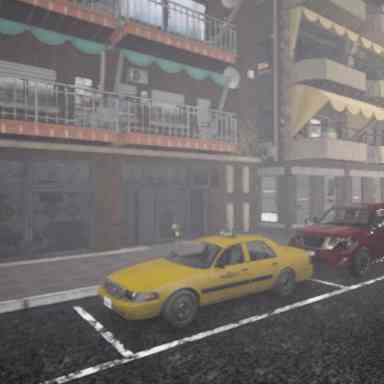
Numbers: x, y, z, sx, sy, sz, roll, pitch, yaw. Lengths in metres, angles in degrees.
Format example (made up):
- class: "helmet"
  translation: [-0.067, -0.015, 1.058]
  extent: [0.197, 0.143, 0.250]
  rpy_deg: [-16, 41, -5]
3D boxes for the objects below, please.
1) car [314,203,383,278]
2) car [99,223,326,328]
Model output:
- class: "car"
  translation: [5.183, 1.297, 10.282]
  extent: [5.009, 1.841, 2.192]
  rpy_deg: [0, 0, -36]
- class: "car"
  translation: [0.553, 1.520, 6.967]
  extent: [4.829, 1.417, 1.752]
  rpy_deg: [0, 0, -36]
